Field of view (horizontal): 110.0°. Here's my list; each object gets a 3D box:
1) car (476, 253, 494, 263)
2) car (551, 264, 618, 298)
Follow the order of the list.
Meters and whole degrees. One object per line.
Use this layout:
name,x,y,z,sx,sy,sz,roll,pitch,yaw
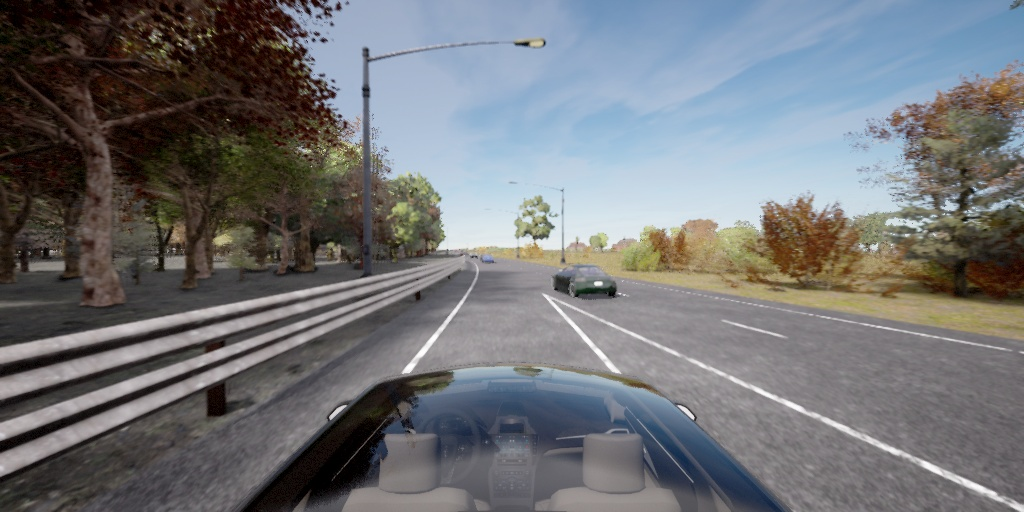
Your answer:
car,-4.007,0.348,56.126,2.033,1.411,5.357,0,1,-10
car,3.207,1.077,16.726,1.994,1.385,4.181,0,1,-10
